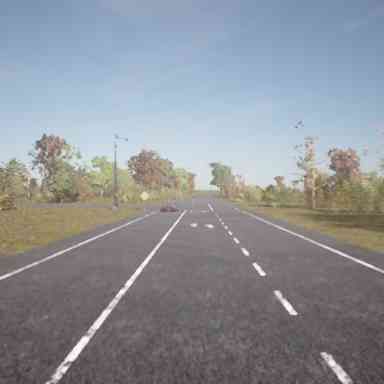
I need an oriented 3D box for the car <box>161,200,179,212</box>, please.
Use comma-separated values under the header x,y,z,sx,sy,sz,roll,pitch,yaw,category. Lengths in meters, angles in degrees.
x,y,z,sx,sy,sz,roll,pitch,yaw,category
-2.611,1.717,40.450,1.994,1.385,4.181,0,0,1,car
